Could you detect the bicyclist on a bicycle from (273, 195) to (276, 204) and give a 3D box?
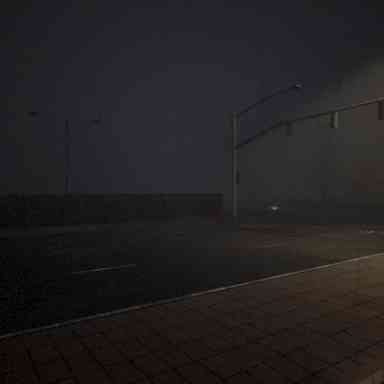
[{"bbox_3d":[13.421,1.299,54.023,0.582,1.620,1.656,0,0,22],"label":"bicyclist on a bicycle"}]

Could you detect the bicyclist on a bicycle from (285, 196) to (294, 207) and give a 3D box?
[{"bbox_3d":[14.385,1.452,49.107,1.656,1.620,0.582,0,0,-22],"label":"bicyclist on a bicycle"}]
